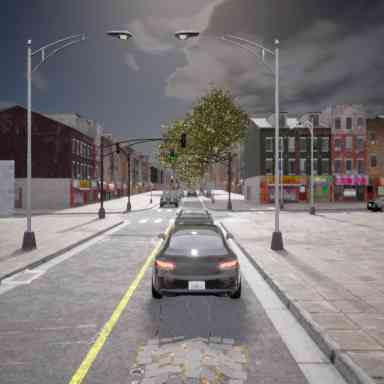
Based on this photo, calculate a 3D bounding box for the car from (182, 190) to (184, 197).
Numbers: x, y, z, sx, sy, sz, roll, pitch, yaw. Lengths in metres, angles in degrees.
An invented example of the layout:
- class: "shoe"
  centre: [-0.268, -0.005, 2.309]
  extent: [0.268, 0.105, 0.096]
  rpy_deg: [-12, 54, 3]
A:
- class: "car"
  centre: [-2.831, 0.772, 56.409]
  extent: [1.837, 1.490, 4.892]
  rpy_deg: [0, 3, 0]

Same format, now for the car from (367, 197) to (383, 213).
- class: "car"
  centre: [17.204, 1.092, 28.305]
  extent: [4.313, 1.339, 1.947]
  rpy_deg: [-1, 1, 0]

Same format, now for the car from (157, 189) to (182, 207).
- class: "car"
  centre: [-2.833, 0.818, 42.346]
  extent: [2.150, 2.045, 5.566]
  rpy_deg: [0, 1, 0]

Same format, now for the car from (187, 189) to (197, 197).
- class: "car"
  centre: [0.004, 0.175, 73.234]
  extent: [2.097, 1.767, 4.553]
  rpy_deg: [0, 1, 0]

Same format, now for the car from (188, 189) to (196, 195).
- class: "car"
  centre: [0.005, -0.044, 83.305]
  extent: [1.994, 1.385, 4.181]
  rpy_deg: [0, 1, 0]

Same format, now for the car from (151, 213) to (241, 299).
- class: "car"
  centre: [0.095, 1.496, 8.272]
  extent: [1.812, 1.442, 4.674]
  rpy_deg: [0, 0, 0]

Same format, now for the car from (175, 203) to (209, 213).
- class: "car"
  centre: [0.094, 1.489, 17.386]
  extent: [1.895, 1.301, 4.718]
  rpy_deg: [0, 1, 0]

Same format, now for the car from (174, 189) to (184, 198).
- class: "car"
  centre: [-2.747, 0.245, 70.873]
  extent: [2.097, 1.767, 4.553]
  rpy_deg: [0, 2, 0]
